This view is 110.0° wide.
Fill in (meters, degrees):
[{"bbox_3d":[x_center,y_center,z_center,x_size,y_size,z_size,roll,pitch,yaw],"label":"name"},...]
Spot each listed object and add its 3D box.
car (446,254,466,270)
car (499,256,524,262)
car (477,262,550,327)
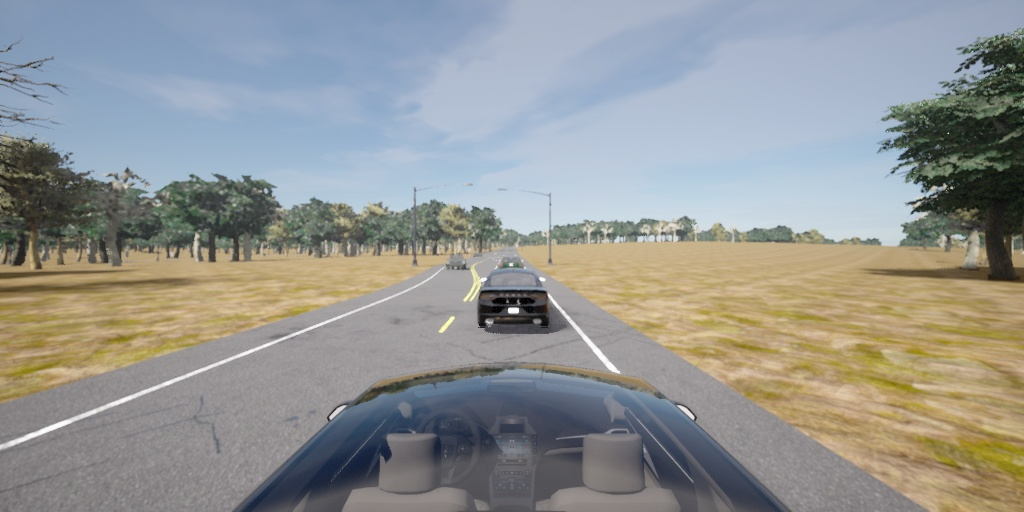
[{"bbox_3d":[-6.069,0.615,39.236,2.097,1.767,4.553,0,1,-7],"label":"car"},{"bbox_3d":[-0.077,0.739,30.596,2.097,1.767,4.553,0,1,0],"label":"car"},{"bbox_3d":[0.029,1.111,11.020,1.882,1.535,5.008,0,1,0],"label":"car"}]
